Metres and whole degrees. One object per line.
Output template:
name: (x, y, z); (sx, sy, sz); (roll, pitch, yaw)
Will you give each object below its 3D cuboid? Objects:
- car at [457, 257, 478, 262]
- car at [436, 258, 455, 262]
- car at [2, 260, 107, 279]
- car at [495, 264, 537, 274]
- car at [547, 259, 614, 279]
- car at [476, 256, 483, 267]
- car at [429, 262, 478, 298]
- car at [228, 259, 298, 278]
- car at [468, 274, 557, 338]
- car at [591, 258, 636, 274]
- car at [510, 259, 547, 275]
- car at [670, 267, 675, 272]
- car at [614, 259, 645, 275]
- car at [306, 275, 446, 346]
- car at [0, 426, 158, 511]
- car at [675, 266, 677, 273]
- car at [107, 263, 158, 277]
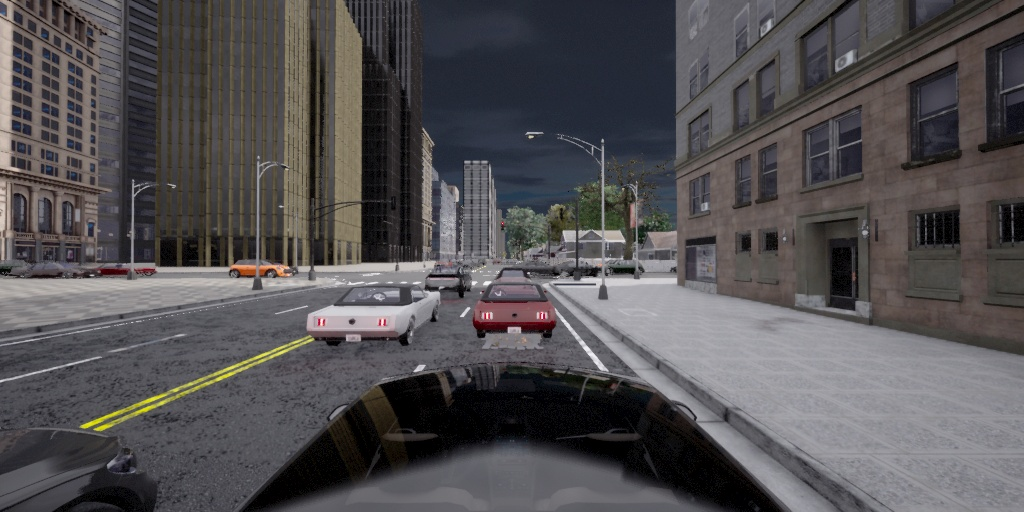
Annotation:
car: (-6.738, 1.258, 54.386); (1.837, 1.490, 4.892); (0, 0, 0)
car: (-9.987, 1.105, 52.560); (2.097, 1.767, 4.553); (0, 0, 0)
car: (-37.912, 1.253, 29.858); (5.357, 1.411, 2.033); (0, -1, -5)
car: (0.049, 1.316, 18.875); (1.994, 1.385, 4.181); (0, 0, 0)
car: (5.892, 1.182, 31.245); (5.008, 1.535, 1.882); (0, -1, 0)
car: (-6.739, 1.258, 64.525); (1.837, 1.490, 4.892); (0, 0, 0)
car: (-3.198, 1.243, 18.652); (2.128, 1.511, 4.902); (0, 0, 0)
car: (-21.577, 1.059, 30.949); (4.553, 1.767, 2.097); (0, -1, -2)
car: (0.058, 1.351, 10.118); (1.895, 1.301, 4.718); (0, 0, 0)
car: (11.628, 1.157, 41.174); (4.553, 1.767, 2.097); (0, -1, 0)
car: (2.477, 1.240, 34.511); (4.892, 1.490, 1.837); (0, -1, 0)
car: (21.099, 1.353, 41.137); (5.357, 1.411, 2.033); (0, -1, 0)
car: (11.505, 1.124, 37.922); (4.553, 1.767, 2.097); (0, -1, 0)
car: (-3.176, 1.352, 9.398); (1.895, 1.301, 4.718); (0, 0, 0)
car: (-3.142, 1.275, 0.256); (1.812, 1.442, 4.674); (0, 0, 0)
car: (20.462, 1.264, 37.890); (4.902, 1.511, 2.128); (0, -1, 0)
car: (-36.100, 1.339, 33.280); (4.718, 1.301, 1.895); (0, -1, -5)
